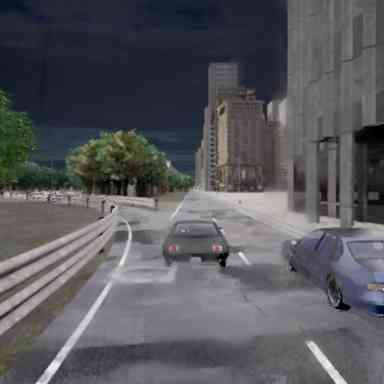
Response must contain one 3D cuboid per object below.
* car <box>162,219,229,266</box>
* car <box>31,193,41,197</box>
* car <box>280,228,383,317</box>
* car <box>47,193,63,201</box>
[{"bbox_3d":[0.108,1.592,11.464,1.895,1.301,4.718,0,0,0],"label":"car"},{"bbox_3d":[-33.995,0.788,72.401,1.895,1.301,4.718,0,1,-39],"label":"car"},{"bbox_3d":[3.604,1.542,7.714,2.033,1.411,5.357,0,0,0],"label":"car"},{"bbox_3d":[-26.863,0.989,65.005,4.892,1.490,1.837,1,1,44],"label":"car"}]
